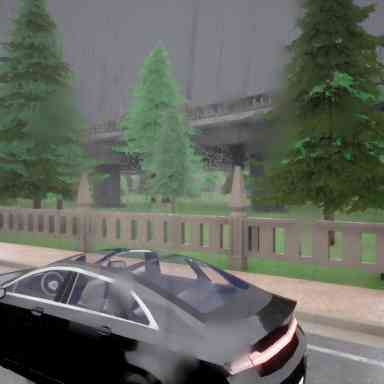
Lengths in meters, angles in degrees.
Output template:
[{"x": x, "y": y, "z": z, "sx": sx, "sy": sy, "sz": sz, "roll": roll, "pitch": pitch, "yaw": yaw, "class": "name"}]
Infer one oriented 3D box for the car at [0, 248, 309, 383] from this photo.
[{"x": -1.117, "y": 1.492, "z": 4.203, "sx": 4.902, "sy": 1.511, "sz": 2.128, "roll": 0, "pitch": 0, "yaw": 33, "class": "car"}]
